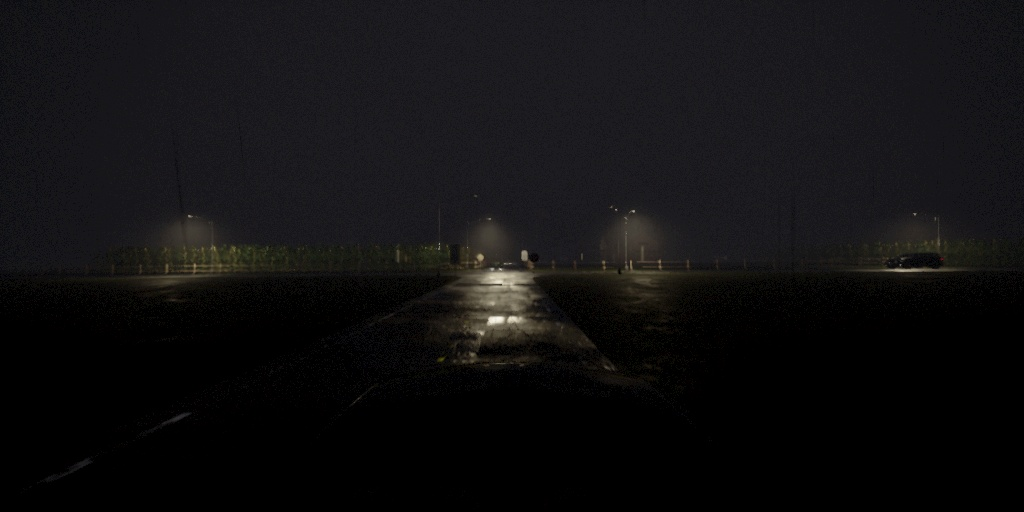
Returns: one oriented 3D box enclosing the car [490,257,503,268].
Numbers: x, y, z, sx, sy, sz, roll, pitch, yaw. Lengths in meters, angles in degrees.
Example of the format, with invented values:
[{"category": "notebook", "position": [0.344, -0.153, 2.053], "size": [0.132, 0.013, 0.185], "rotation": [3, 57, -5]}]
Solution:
[{"category": "car", "position": [-2.745, 1.143, 65.341], "size": [2.150, 2.045, 5.566], "rotation": [0, 1, 0]}]
